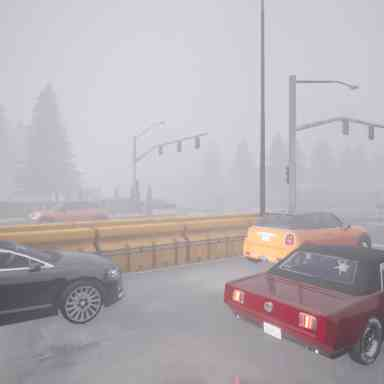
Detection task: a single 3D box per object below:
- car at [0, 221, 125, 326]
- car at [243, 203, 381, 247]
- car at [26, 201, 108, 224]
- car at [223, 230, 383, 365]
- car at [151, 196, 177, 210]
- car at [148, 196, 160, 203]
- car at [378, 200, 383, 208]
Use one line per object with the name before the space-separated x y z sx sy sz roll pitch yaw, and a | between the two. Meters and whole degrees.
car | -3.560 1.492 5.498 4.902 1.511 2.128 0 0 -36
car | 3.854 1.352 10.803 4.553 1.767 2.097 0 0 -36
car | -7.509 1.351 20.115 4.553 1.767 2.097 0 0 -35
car | 2.904 1.601 5.823 4.718 1.301 1.895 0 0 -36
car | -4.070 1.547 43.675 2.033 1.411 5.357 0 0 -36
car | -7.972 1.514 70.211 2.033 1.411 5.357 0 0 -2
car | 26.720 1.547 44.591 5.357 1.411 2.033 0 0 -36
